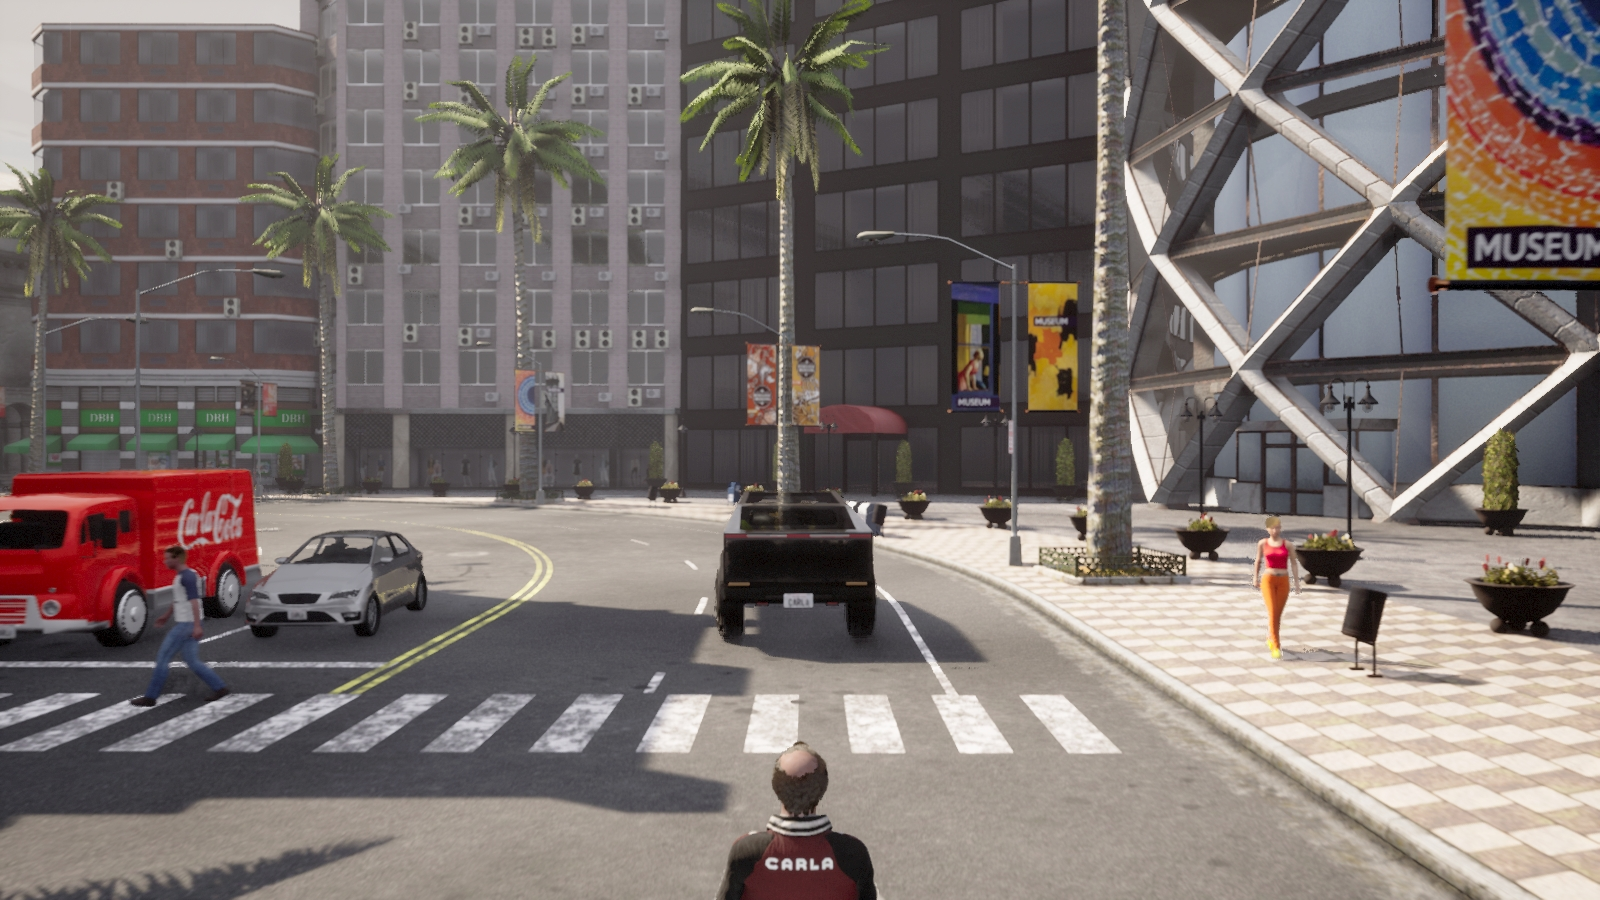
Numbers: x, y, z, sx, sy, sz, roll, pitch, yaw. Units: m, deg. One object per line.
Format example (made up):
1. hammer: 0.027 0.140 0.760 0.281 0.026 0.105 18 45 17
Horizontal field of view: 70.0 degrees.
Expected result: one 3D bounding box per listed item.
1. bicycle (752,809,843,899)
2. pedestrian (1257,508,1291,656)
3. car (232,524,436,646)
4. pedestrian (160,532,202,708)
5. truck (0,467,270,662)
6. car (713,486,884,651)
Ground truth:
1. bicycle: -0.007 2.211 4.262 0.329 1.171 1.835 0 0 0
2. pedestrian: 6.157 1.698 14.842 0.375 1.860 0.375 0 0 18
3. car: -7.368 2.069 18.523 1.816 1.474 4.193 0 0 -4
4. pedestrian: -6.810 1.852 12.577 0.375 1.860 0.375 0 0 -23
5. truck: -10.701 1.562 17.803 2.627 2.467 5.204 0 1 -2
6. car: -0.151 1.757 19.095 2.390 2.098 6.274 0 0 -2
